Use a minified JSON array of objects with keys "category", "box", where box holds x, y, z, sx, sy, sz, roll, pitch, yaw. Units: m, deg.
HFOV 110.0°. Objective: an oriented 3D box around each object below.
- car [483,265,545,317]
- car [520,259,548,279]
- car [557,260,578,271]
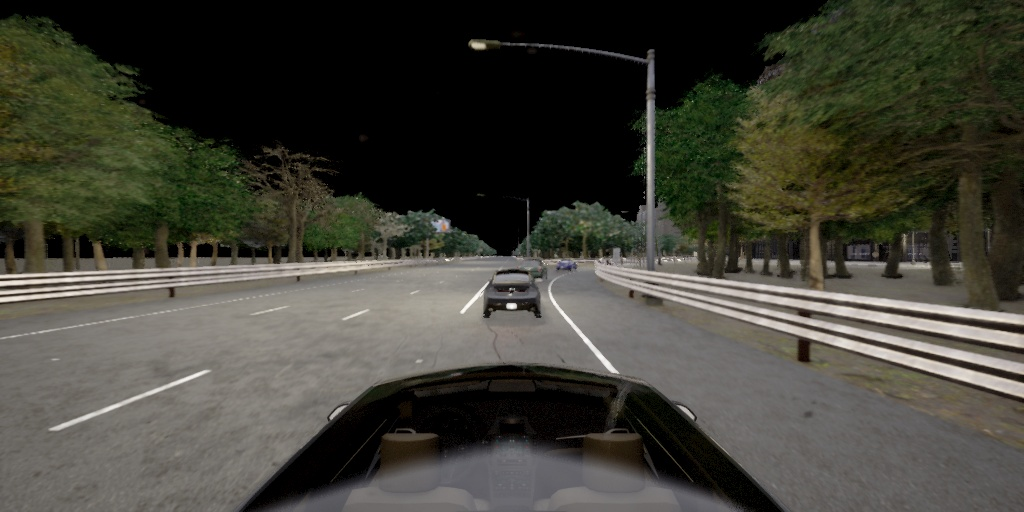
[{"category":"car","box":[0.053,1.232,13.027,1.837,1.490,4.892,0,0,2]},{"category":"car","box":[1.704,1.045,28.858,2.097,1.767,4.553,0,0,11]},{"category":"car","box":[7.063,1.182,46.072,1.812,1.442,4.674,0,0,24]}]
